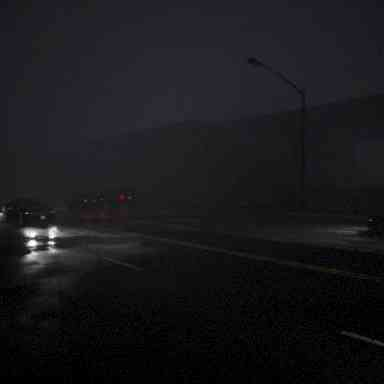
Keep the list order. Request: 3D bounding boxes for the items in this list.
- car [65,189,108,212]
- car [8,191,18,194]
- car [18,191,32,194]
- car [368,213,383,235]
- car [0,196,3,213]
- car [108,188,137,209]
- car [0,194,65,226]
[{"bbox_3d":[-10.140,0.802,31.004,2.097,1.767,4.553,-1,1,-44],"label":"car"},{"bbox_3d":[-28.817,0.613,50.660,2.128,1.511,4.902,-1,1,-44],"label":"car"},{"bbox_3d":[-27.115,0.586,53.930,1.812,1.442,4.674,-1,1,-44],"label":"car"},{"bbox_3d":[10.316,1.243,14.545,1.812,1.442,4.674,-1,1,-44],"label":"car"},{"bbox_3d":[-18.257,1.059,29.086,1.994,1.385,4.181,-1,2,-44],"label":"car"},{"bbox_3d":[-7.760,0.621,33.578,2.150,2.045,5.566,-1,1,-44],"label":"car"},{"bbox_3d":[-10.047,1.133,20.457,2.128,1.511,4.902,-1,1,-44],"label":"car"}]
